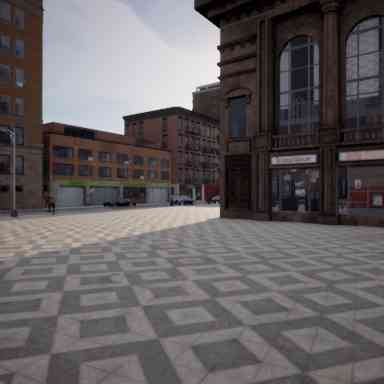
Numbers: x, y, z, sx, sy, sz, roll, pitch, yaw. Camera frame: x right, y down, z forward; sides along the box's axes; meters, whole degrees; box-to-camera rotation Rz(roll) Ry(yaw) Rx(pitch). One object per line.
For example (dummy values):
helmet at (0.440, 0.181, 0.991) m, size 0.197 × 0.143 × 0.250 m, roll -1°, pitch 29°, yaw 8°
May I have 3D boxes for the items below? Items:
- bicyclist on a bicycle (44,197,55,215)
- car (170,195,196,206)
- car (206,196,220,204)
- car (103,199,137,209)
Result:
bicyclist on a bicycle at (-13.015, 1.285, 30.370) m, size 1.656 × 1.620 × 0.582 m, roll 0°, pitch 0°, yaw 36°
car at (-1.373, 1.303, 51.787) m, size 2.097 × 1.767 × 4.553 m, roll 0°, pitch 0°, yaw 36°
car at (4.448, 1.445, 59.942) m, size 1.837 × 1.490 × 4.892 m, roll 0°, pitch 0°, yaw 36°
car at (-9.839, 1.558, 45.420) m, size 1.895 × 1.301 × 4.718 m, roll 0°, pitch 0°, yaw 36°
